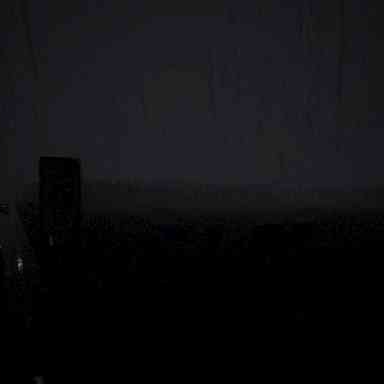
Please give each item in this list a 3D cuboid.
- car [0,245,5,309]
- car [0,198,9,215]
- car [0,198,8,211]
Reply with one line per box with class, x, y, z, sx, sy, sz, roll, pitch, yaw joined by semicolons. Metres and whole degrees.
car;-4.732;1.565;6.376;1.994;1.385;4.181;0;0;-29
car;-19.471;1.530;33.347;1.812;1.442;4.674;0;0;-28
car;-24.486;1.524;42.382;1.812;1.442;4.674;0;0;-29
